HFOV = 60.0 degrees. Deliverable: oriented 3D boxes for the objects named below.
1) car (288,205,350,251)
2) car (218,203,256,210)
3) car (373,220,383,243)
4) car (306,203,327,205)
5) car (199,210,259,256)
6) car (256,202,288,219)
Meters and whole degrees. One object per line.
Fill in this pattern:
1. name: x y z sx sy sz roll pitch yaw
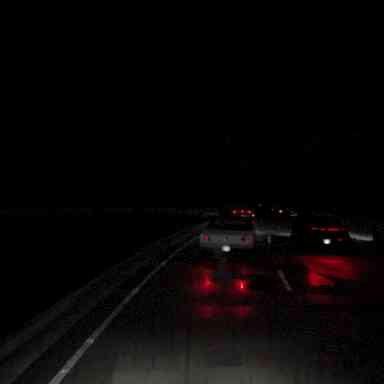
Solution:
1. car: 5.394 1.525 14.401 1.837 1.490 4.892 0 0 12
2. car: 3.658 1.622 28.924 1.895 1.301 4.718 0 0 -9
3. car: 8.662 1.554 13.033 1.812 1.442 4.674 0 -1 12
4. car: 10.721 1.603 28.912 1.994 1.385 4.181 0 0 -7
5. car: 1.592 1.610 13.323 1.895 1.301 4.718 0 0 12
6. car: 7.048 1.594 29.862 1.994 1.385 4.181 0 0 -11
